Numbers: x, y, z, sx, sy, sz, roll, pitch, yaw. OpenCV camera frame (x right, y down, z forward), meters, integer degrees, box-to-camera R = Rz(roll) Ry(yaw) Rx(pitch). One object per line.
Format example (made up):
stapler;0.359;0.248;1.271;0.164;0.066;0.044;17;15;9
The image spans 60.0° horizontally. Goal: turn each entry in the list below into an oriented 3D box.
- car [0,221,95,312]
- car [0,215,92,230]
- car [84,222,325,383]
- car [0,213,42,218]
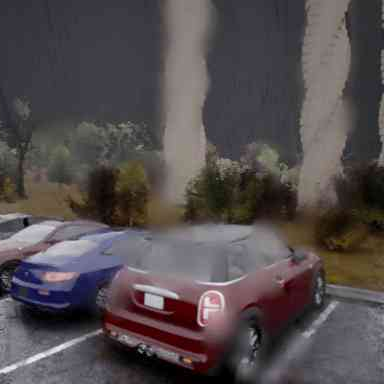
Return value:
car;-1.467;1.501;7.414;2.002;1.452;4.674;0;0;35
car;-3.707;1.487;9.016;2.002;1.452;4.674;0;0;35
car;0.765;1.350;5.788;2.185;1.767;4.553;0;0;35
car;-5.972;1.460;10.591;2.163;1.488;4.792;1;0;35
